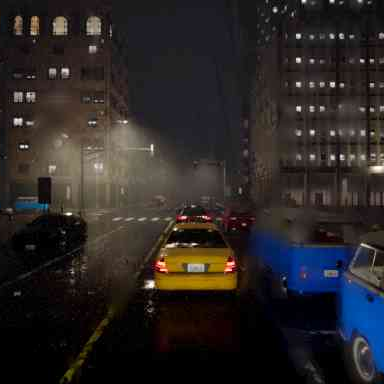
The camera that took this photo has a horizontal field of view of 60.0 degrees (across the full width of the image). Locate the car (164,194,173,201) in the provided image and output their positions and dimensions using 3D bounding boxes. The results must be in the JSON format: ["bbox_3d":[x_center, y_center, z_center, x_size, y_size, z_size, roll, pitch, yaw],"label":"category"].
[{"bbox_3d":[-5.687,1.400,80.151,1.967,1.590,4.097,1,0,0],"label":"car"}]

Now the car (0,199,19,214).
[{"bbox_3d":[-19.847,1.620,32.380,4.403,1.369,2.008,0,0,1],"label":"car"}]

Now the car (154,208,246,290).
[{"bbox_3d":[0.096,1.458,9.056,1.801,1.575,5.366,0,0,0],"label":"car"}]

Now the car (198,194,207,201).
[{"bbox_3d":[2.692,1.394,85.803,1.967,1.590,4.097,1,0,0],"label":"car"}]

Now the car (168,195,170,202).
[{"bbox_3d":[-5.687,1.560,63.196,1.802,1.307,4.206,1,0,0],"label":"car"}]

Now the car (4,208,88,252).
[{"bbox_3d":[-5.682,1.567,13.878,1.947,1.339,4.313,1,0,0],"label":"car"}]

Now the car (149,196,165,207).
[{"bbox_3d":[-5.686,1.572,51.893,1.802,1.307,4.206,1,0,0],"label":"car"}]

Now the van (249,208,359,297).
[{"bbox_3d":[2.702,1.343,8.296,1.690,1.788,3.998,1,0,0],"label":"van"}]

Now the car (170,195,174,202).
[{"bbox_3d":[-5.688,1.517,74.499,2.008,1.369,4.403,1,0,0],"label":"car"}]

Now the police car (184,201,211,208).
[{"bbox_3d":[0.102,1.505,19.375,2.038,1.542,4.974,0,0,0],"label":"police car"}]

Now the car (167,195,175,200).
[{"bbox_3d":[-5.690,1.472,91.285,1.752,1.417,4.829,1,0,0],"label":"car"}]

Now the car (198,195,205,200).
[{"bbox_3d":[2.690,1.472,91.624,1.752,1.417,4.829,1,0,0],"label":"car"}]

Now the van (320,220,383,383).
[{"bbox_3d":[2.703,1.342,2.720,1.690,1.788,3.998,1,0,0],"label":"van"}]

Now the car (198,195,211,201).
[{"bbox_3d":[2.693,1.529,63.196,2.008,1.369,4.403,1,0,0],"label":"car"}]

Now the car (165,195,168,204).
[{"bbox_3d":[-5.684,1.425,57.546,1.967,1.590,4.097,1,0,0],"label":"car"}]

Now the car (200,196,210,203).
[{"bbox_3d":[2.693,1.517,68.848,1.887,1.381,4.507,1,0,0],"label":"car"}]

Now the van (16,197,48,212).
[{"bbox_3d":[-19.740,1.524,40.761,3.998,1.788,1.690,0,0,1],"label":"van"}]

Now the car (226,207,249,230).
[{"bbox_3d":[2.698,1.545,19.450,1.887,1.381,4.507,1,0,0],"label":"car"}]

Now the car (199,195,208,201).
[{"bbox_3d":[2.691,1.510,80.150,2.008,1.369,4.403,1,0,0],"label":"car"}]
